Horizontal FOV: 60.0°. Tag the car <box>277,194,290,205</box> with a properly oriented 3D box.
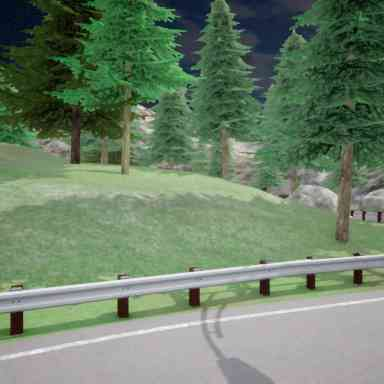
[{"bbox_3d":[12.031,1.237,38.465,2.150,2.045,5.566,0,0,-20],"label":"car"}]
